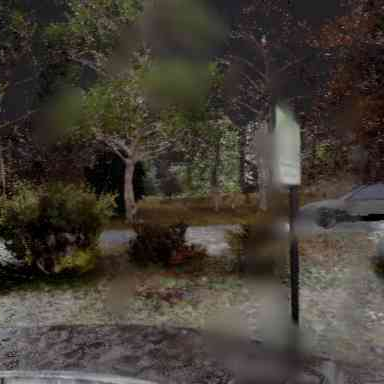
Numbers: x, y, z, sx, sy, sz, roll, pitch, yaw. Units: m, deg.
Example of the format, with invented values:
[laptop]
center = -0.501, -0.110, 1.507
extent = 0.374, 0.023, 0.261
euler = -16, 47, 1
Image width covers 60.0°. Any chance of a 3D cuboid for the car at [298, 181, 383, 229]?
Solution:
[car]
center = 6.164, 0.367, 10.747
extent = 5.357, 1.411, 2.033
euler = -5, -2, 29
